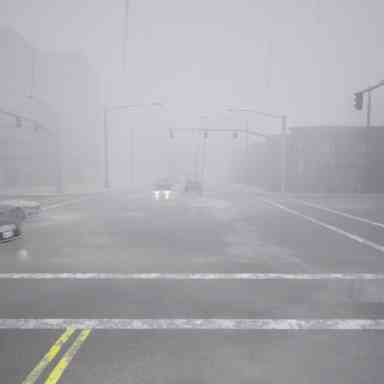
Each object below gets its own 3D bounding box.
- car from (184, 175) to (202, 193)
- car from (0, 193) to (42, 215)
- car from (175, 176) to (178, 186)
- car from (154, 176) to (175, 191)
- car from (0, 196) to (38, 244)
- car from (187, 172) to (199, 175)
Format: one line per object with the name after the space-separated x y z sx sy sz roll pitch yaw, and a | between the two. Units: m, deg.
0.126 -0.787 37.944 2.128 1.511 4.902 0 4 1 | car
-9.929 0.700 16.309 4.674 1.442 1.812 -1 4 -9 | car
-3.527 -1.669 51.296 1.837 1.490 4.892 0 4 0 | car
-3.543 -0.945 41.389 1.994 1.385 4.181 0 4 0 | car
-8.036 1.016 11.120 4.902 1.511 2.128 1 4 18 | car
0.186 -2.872 64.981 2.150 2.045 5.566 0 4 0 | car
